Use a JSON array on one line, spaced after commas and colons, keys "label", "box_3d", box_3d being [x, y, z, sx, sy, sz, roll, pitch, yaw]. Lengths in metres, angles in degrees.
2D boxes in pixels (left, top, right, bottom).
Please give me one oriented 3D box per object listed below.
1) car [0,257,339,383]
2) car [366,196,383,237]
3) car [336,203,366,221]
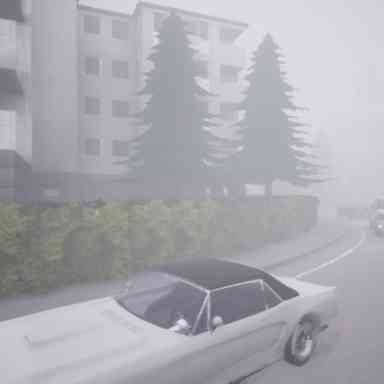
[{"label": "car", "box_3d": [-0.149, 1.630, 4.170, 4.718, 1.301, 1.895, 0, 0, -40]}, {"label": "car", "box_3d": [11.056, 1.244, 18.142, 2.150, 2.045, 5.566, 0, -1, 24]}, {"label": "car", "box_3d": [13.858, 1.622, 28.250, 1.994, 1.385, 4.181, 0, 0, 4]}]
